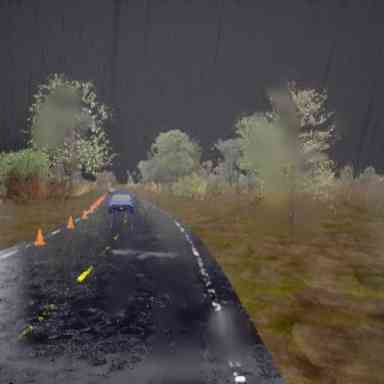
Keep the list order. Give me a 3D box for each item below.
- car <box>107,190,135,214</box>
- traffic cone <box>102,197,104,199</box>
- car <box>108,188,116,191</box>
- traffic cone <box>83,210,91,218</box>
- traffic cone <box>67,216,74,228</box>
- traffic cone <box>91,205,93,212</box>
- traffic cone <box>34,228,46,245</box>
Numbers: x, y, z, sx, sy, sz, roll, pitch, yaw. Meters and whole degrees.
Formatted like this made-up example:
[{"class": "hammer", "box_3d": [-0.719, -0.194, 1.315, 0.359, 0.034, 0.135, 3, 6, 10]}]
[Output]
[{"class": "car", "box_3d": [-5.705, 0.877, 26.906, 1.882, 1.535, 5.008, 0, 1, -12]}, {"class": "traffic cone", "box_3d": [-11.521, 1.038, 41.683, 0.340, 0.580, 0.340, 0, 1, -13]}, {"class": "car", "box_3d": [-17.084, -0.075, 71.170, 1.882, 1.535, 5.008, 0, 1, -13]}, {"class": "traffic cone", "box_3d": [-7.169, 1.459, 22.286, 0.340, 0.580, 0.340, 0, 1, -11]}, {"class": "traffic cone", "box_3d": [-6.369, 1.565, 17.459, 0.340, 0.580, 0.340, 0, 1, -8]}, {"class": "traffic cone", "box_3d": [-8.157, 1.354, 27.077, 0.340, 0.580, 0.340, 0, 1, -13]}, {"class": "traffic cone", "box_3d": [-5.762, 1.672, 12.605, 0.340, 0.580, 0.340, 0, 1, -6]}]
